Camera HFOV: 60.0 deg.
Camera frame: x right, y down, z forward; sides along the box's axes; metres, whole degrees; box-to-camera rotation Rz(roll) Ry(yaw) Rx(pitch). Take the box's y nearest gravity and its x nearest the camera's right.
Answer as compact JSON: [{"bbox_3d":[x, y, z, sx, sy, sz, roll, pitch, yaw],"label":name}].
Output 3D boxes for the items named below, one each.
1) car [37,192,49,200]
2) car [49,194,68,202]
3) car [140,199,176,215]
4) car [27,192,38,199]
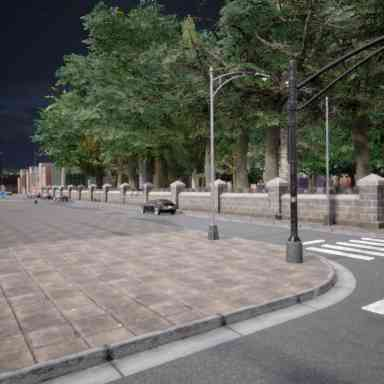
[{"bbox_3d":[-29.278,0.948,67.019,1.802,1.307,4.206,-1,1,-35],"label":"car"},{"bbox_3d":[-22.724,0.994,57.719,2.008,1.369,4.403,-1,1,-35],"label":"car"},{"bbox_3d":[-3.060,1.294,29.822,1.947,1.339,4.313,0,1,-35],"label":"car"},{"bbox_3d":[-35.834,0.738,76.317,1.967,1.590,4.097,-1,1,-35],"label":"car"}]
